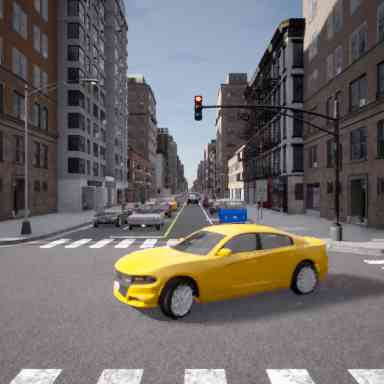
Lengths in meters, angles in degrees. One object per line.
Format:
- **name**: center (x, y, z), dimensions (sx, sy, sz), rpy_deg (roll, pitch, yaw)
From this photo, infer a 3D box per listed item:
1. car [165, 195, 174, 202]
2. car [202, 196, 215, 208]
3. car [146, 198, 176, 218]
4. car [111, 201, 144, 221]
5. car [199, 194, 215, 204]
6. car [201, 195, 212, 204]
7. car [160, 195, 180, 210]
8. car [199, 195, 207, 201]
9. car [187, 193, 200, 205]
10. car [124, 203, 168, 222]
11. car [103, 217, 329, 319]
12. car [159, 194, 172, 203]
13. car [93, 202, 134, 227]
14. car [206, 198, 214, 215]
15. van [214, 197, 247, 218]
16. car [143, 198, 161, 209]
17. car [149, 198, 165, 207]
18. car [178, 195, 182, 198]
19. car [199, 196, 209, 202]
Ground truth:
- **car**: center (-5.330, 1.409, 79.247), dimensions (1.967, 1.590, 4.097), rpy_deg (0, 0, 0)
- **car**: center (2.670, 1.576, 45.157), dimensions (1.802, 1.307, 4.206), rpy_deg (0, 0, 0)
- **car**: center (-2.824, 1.562, 30.281), dimensions (1.994, 1.385, 4.181), rpy_deg (0, 0, 0)
- **car**: center (-5.367, 1.543, 28.111), dimensions (1.887, 1.381, 4.507), rpy_deg (0, 0, 0)
- **car**: center (2.675, 1.305, 50.839), dimensions (2.192, 1.841, 5.009), rpy_deg (0, 0, 0)
- **car**: center (2.683, 1.422, 62.201), dimensions (1.967, 1.590, 4.097), rpy_deg (0, 0, 0)
- **car**: center (-2.814, 1.474, 39.927), dimensions (1.882, 1.535, 5.008), rpy_deg (0, 0, 0)
- **car**: center (2.700, 1.530, 84.926), dimensions (1.947, 1.339, 4.313), rpy_deg (0, 0, 0)
- **car**: center (0.152, 1.463, 56.855), dimensions (1.882, 1.535, 5.008), rpy_deg (0, 0, 0)
- **car**: center (-2.804, 1.600, 21.136), dimensions (1.895, 1.301, 4.718), rpy_deg (0, 0, -1)
- **car**: center (0.796, 1.489, 7.444), dimensions (5.008, 1.535, 1.882), rpy_deg (0, -1, -28)
- **car**: center (-5.338, 1.292, 67.884), dimensions (2.192, 1.841, 5.009), rpy_deg (0, 0, 0)
- **car**: center (-5.372, 1.550, 22.429), dimensions (2.008, 1.369, 4.403), rpy_deg (0, 0, 0)
- **car**: center (2.662, 1.580, 33.794), dimensions (1.802, 1.307, 4.206), rpy_deg (0, 0, 0)
- **van**: center (2.653, 1.340, 22.432), dimensions (1.690, 1.788, 3.998), rpy_deg (0, 0, 0)
- **car**: center (-5.355, 1.519, 44.987), dimensions (1.752, 1.417, 4.829), rpy_deg (0, 0, 0)
- **car**: center (-5.350, 1.556, 50.839), dimensions (1.947, 1.339, 4.313), rpy_deg (0, 0, 0)
- **car**: center (-2.773, 1.591, 50.033), dimensions (1.895, 1.301, 4.718), rpy_deg (0, 0, 0)
- **car**: center (2.691, 1.524, 73.563), dimensions (2.008, 1.369, 4.403), rpy_deg (0, 0, 0)
